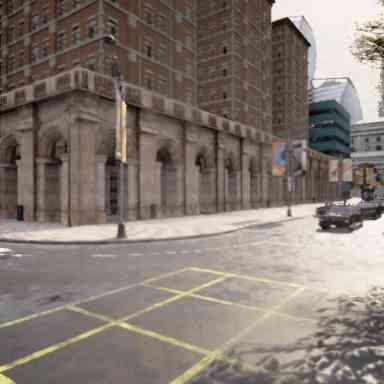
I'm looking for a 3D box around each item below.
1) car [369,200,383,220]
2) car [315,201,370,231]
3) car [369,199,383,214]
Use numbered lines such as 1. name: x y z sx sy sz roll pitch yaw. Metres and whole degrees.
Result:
1. car: 15.207 1.537 28.860 1.812 1.442 4.674 0 0 36
2. car: 9.575 1.559 21.077 2.033 1.411 5.357 0 0 36
3. car: 21.086 1.575 37.009 1.994 1.385 4.181 0 0 36
